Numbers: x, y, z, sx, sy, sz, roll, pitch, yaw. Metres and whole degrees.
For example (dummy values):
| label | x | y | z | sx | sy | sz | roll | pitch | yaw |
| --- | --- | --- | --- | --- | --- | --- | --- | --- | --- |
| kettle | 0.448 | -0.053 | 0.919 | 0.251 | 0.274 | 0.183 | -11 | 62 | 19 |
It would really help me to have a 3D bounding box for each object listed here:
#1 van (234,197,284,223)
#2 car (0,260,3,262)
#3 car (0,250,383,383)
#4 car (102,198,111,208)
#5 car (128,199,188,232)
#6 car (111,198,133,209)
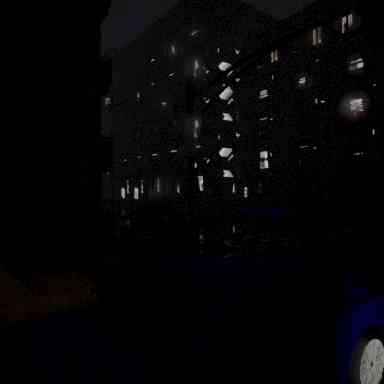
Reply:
| label | x | y | z | sx | sy | sz | roll | pitch | yaw |
| --- | --- | --- | --- | --- | --- | --- | --- | --- | --- |
| van | 4.913 | 1.280 | 24.934 | 1.690 | 1.788 | 3.998 | 0 | 0 | -36 |
| car | -3.568 | 1.525 | 4.020 | 4.829 | 1.417 | 1.752 | 0 | 0 | -36 |
| car | 0.275 | 1.477 | 3.578 | 5.008 | 1.535 | 1.882 | 0 | 0 | -36 |
| car | -11.737 | 1.463 | 47.827 | 1.887 | 1.381 | 4.507 | -1 | 0 | -36 |
| car | -1.876 | 1.441 | 20.020 | 1.967 | 1.590 | 4.097 | 0 | 0 | -36 |
| car | -8.407 | 1.463 | 43.249 | 1.887 | 1.381 | 4.507 | -1 | 0 | -36 |
